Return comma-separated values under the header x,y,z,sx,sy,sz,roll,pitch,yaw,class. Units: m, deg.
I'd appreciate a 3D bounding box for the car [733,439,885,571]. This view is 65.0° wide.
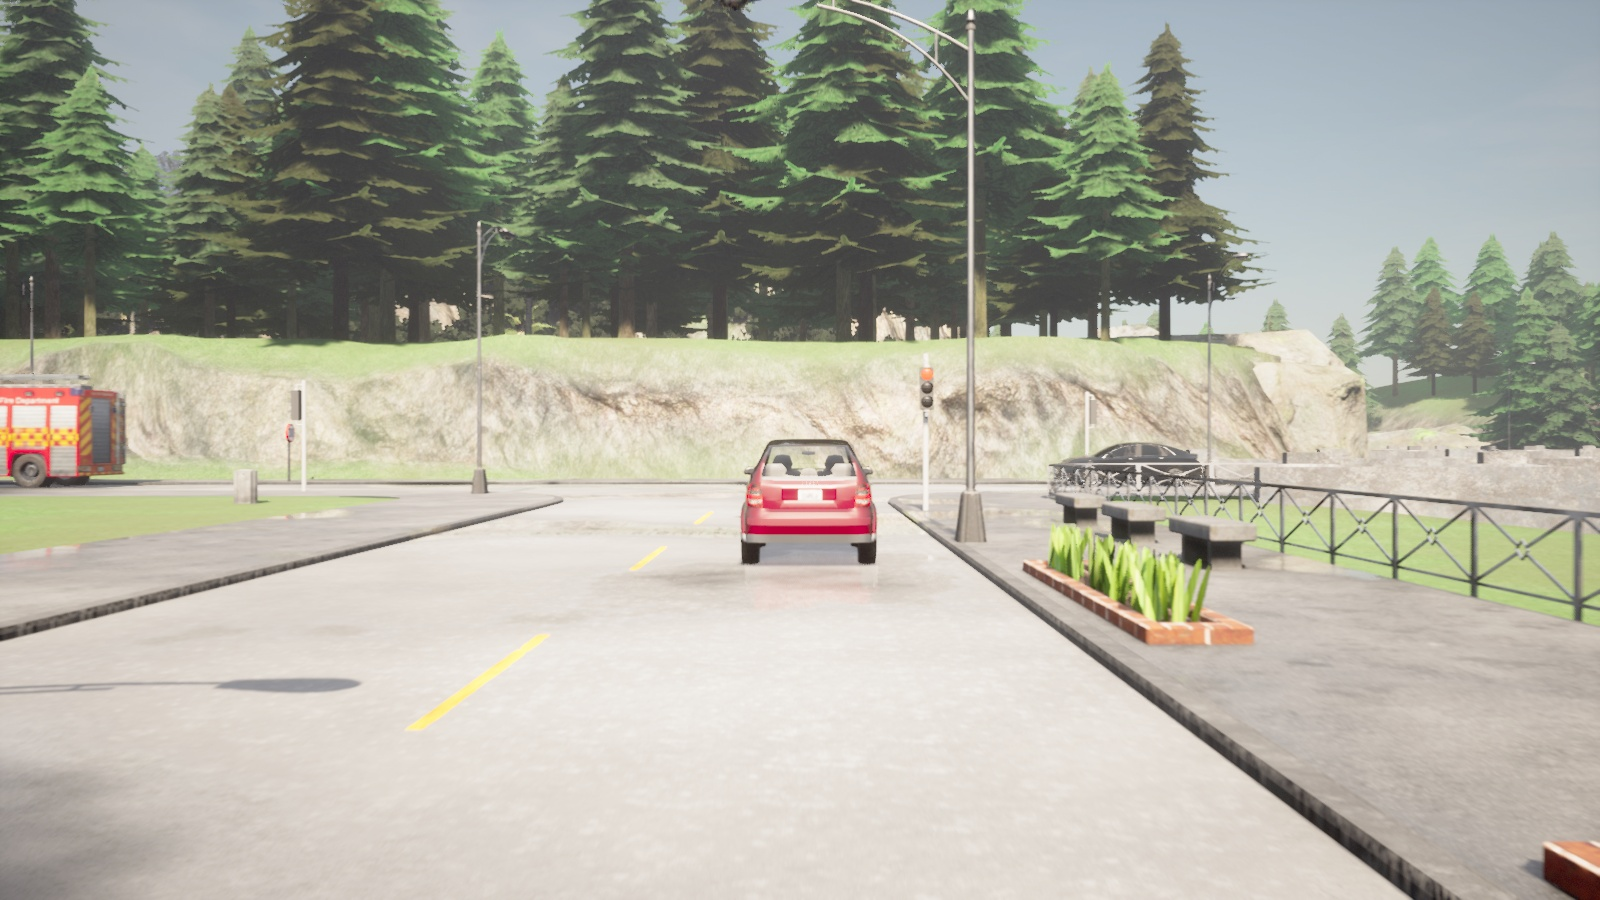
x,y,z,sx,sy,sz,roll,pitch,yaw,class
0.112,0.631,16.623,1.789,1.549,3.705,0,0,0,car

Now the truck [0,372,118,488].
x,y,z,sx,sy,sz,roll,pitch,yaw,class
-28.366,-0.683,43.020,8.468,3.827,2.891,0,0,0,truck

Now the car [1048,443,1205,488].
x,y,z,sx,sy,sz,roll,pitch,yaw,class
11.060,0.519,42.770,4.892,1.490,1.837,0,0,0,car
